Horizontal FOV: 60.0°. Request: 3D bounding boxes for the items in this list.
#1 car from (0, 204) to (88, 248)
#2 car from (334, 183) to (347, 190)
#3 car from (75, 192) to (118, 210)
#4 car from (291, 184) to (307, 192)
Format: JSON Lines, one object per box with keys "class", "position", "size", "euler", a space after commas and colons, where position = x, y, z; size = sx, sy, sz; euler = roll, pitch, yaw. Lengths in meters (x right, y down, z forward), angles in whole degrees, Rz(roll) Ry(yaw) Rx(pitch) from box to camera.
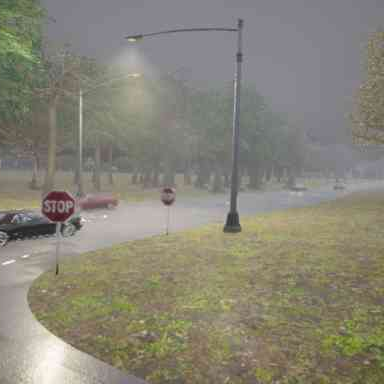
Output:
{"class": "car", "position": [-7.048, 1.387, 13.983], "size": [1.895, 1.301, 4.718], "euler": [4, 3, 35]}
{"class": "car", "position": [35.838, -1.375, 80.097], "size": [2.097, 1.767, 4.553], "euler": [4, 4, 35]}
{"class": "car", "position": [-7.696, 0.745, 25.144], "size": [1.812, 1.442, 4.674], "euler": [4, 5, 35]}
{"class": "car", "position": [21.330, -0.819, 66.027], "size": [1.882, 1.535, 5.008], "euler": [4, 4, 35]}
